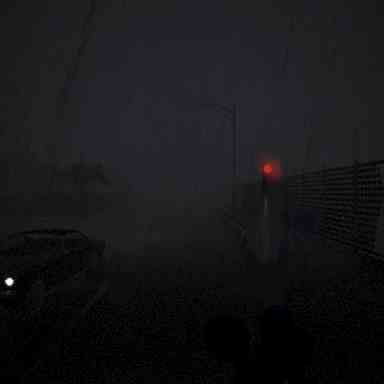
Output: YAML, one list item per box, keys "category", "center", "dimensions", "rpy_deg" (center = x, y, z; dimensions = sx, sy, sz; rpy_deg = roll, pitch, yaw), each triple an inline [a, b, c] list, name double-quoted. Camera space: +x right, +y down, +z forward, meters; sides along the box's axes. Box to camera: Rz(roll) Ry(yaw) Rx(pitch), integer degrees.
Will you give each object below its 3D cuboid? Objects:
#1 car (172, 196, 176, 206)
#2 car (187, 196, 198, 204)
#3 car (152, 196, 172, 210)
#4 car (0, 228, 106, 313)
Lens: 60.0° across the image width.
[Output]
- category: "car"
  center: [-4.007, 1.477, 53.433]
  dimensions: [1.882, 1.535, 5.008]
  rpy_deg: [0, 0, 0]
- category: "car"
  center: [0.101, 1.504, 63.160]
  dimensions: [1.837, 1.490, 4.892]
  rpy_deg: [0, 0, 0]
- category: "car"
  center: [-4.029, 1.564, 43.362]
  dimensions: [1.994, 1.385, 4.181]
  rpy_deg: [0, 0, 0]
- category: "car"
  center: [-3.661, 1.601, 7.829]
  dimensions: [1.895, 1.301, 4.718]
  rpy_deg: [0, 0, 4]
